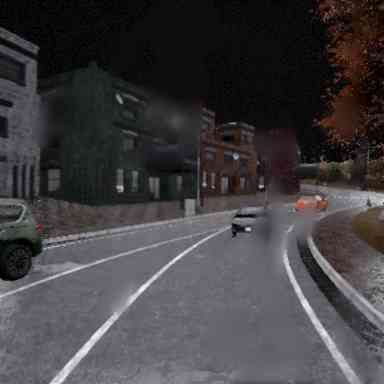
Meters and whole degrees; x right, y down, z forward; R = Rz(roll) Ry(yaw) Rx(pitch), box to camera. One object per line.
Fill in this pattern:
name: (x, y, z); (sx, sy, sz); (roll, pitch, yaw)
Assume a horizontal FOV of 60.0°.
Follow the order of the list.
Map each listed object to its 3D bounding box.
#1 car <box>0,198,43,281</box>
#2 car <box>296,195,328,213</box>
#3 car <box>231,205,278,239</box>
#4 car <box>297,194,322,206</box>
car: (-5.740, 1.176, 7.086); (2.150, 2.045, 5.566); (0, 0, 16)
car: (11.949, 1.045, 33.038); (2.097, 1.767, 4.553); (0, 1, 35)
car: (3.266, 1.410, 16.987); (2.128, 1.511, 4.902); (0, 0, 18)
car: (15.669, 1.082, 44.232); (1.994, 1.385, 4.181); (-1, 1, 38)
